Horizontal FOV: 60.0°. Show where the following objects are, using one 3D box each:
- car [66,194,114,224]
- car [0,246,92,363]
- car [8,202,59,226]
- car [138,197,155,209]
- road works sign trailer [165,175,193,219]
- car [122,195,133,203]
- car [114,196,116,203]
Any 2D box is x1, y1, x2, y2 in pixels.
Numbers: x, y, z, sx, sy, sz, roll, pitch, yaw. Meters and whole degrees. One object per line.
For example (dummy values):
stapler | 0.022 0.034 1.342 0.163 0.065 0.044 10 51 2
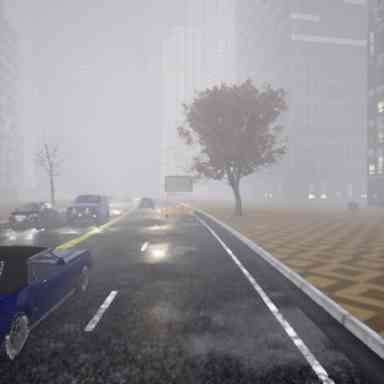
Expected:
car | -7.547 1.152 24.681 2.150 2.045 5.566 0 0 -4
car | -3.234 1.587 5.764 1.895 1.301 4.718 0 0 -1
car | -10.680 1.435 22.750 2.128 1.511 4.902 0 0 -4
car | -5.810 1.386 42.827 1.812 1.442 4.674 0 0 -7
road works sign trailer | -1.137 0.374 28.250 2.380 3.560 2.880 0 0 -5
car | -12.707 1.299 65.792 2.033 1.411 5.357 0 0 -10
car | -15.501 1.282 62.944 1.837 1.490 4.892 0 1 -10
